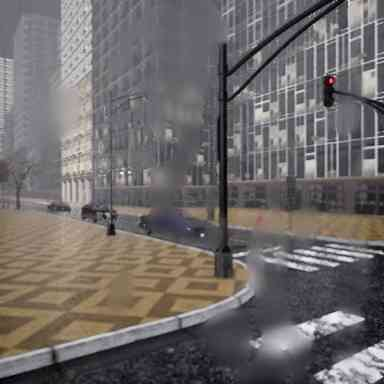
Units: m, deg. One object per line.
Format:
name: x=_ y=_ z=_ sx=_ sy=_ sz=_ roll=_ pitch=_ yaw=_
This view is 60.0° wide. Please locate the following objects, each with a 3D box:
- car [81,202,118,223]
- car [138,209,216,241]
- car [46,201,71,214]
car: x=-7.651 y=1.617 z=27.269 sx=2.128 sy=1.511 sz=4.902 roll=0 pitch=0 yaw=-35
car: x=-1.028 y=1.659 z=17.859 sx=2.033 sy=1.411 sz=5.357 roll=0 pitch=0 yaw=-35
car: x=-15.354 y=1.704 z=38.248 sx=1.994 sy=1.385 sz=4.181 roll=0 pitch=0 yaw=-35
